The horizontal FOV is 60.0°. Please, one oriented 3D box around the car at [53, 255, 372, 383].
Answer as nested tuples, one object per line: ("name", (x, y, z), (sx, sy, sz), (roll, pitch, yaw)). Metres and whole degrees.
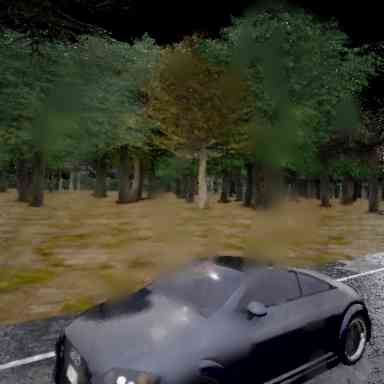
("car", (0.483, 1.593, 4.339), (4.181, 1.385, 1.994), (1, 0, -36))
